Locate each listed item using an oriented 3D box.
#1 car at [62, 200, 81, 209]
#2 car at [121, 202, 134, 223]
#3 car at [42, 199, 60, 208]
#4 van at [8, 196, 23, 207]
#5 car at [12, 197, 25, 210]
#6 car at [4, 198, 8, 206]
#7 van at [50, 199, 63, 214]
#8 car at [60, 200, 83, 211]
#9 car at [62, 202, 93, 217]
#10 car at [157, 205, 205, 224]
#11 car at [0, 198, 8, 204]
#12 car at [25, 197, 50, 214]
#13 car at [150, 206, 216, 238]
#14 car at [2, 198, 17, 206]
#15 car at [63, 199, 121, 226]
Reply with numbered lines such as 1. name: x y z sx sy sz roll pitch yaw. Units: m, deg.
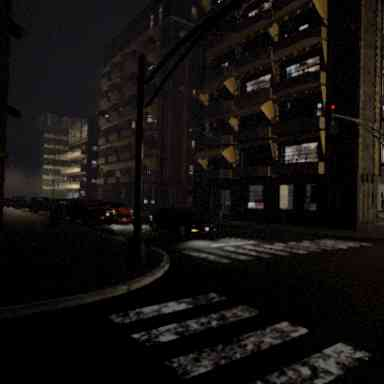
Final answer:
1. car: -20.328 2.064 55.975 1.802 1.307 4.206 2 -1 -35
2. car: -6.388 1.534 26.995 2.097 1.767 4.553 2 -2 -35
3. car: -24.328 1.918 57.362 1.837 1.490 4.892 2 -2 -35
4. van: -26.745 1.558 51.422 1.690 1.788 3.998 2 -1 -35
5. car: -23.524 1.745 46.870 2.008 1.369 4.403 2 -1 -35
6. car: -29.995 1.678 55.950 1.967 1.590 4.097 2 -1 -35
7. van: -10.614 1.452 28.685 1.690 1.788 3.998 2 -1 -35
8. car: -17.211 1.928 47.333 1.994 1.385 4.181 2 -2 -35
9. car: -12.108 1.780 35.052 1.994 1.385 4.181 2 -2 -35
10. car: -1.068 1.885 28.832 1.752 1.417 4.829 2 -1 -35
11. car: -39.761 1.889 69.530 1.802 1.307 4.206 2 -1 -35
12. car: -17.066 1.466 37.780 2.192 1.841 5.009 2 -1 -35
13. car: -0.651 1.658 18.955 1.837 1.490 4.892 2 -2 -36
14. car: -33.266 1.804 60.464 1.887 1.381 4.507 2 -1 -35
15. car: -7.387 1.408 24.138 2.192 1.841 5.009 2 -1 -35
